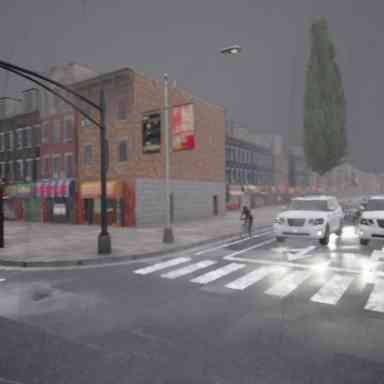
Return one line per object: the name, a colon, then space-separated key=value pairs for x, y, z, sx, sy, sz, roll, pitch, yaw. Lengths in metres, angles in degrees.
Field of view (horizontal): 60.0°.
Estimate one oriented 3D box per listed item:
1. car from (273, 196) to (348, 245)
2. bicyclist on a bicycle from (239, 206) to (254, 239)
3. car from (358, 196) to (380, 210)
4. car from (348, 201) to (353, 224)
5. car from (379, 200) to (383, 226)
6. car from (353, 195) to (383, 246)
car: x=5.731 y=1.215 z=15.935 sx=2.150 sy=2.045 sz=5.566 roll=-1 pitch=0 yaw=33
bicyclist on a bicycle: x=2.763 y=1.507 z=16.791 sx=0.582 sy=1.620 sz=1.656 roll=-1 pitch=0 yaw=35
car: x=21.464 y=1.344 z=40.281 sx=1.882 sy=1.535 sz=5.008 roll=-1 pitch=-1 yaw=33
car: x=11.135 y=1.441 z=24.306 sx=2.128 sy=1.511 sz=4.902 roll=-1 pitch=0 yaw=33
car: x=14.161 y=1.391 z=22.997 sx=1.837 sy=1.490 sz=4.892 roll=-1 pitch=0 yaw=33
car: x=8.794 y=1.151 z=14.686 sx=2.150 sy=2.045 sz=5.566 roll=-1 pitch=0 yaw=33
